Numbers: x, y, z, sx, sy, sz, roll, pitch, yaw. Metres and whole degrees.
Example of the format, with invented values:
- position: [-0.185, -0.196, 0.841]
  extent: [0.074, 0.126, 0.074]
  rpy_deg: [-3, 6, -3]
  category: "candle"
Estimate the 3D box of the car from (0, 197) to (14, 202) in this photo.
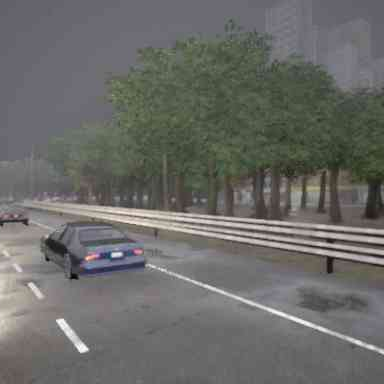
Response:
- position: [-39.567, 1.939, 70.667]
  extent: [2.097, 1.767, 4.553]
  rpy_deg: [0, 0, -14]
  category: "car"

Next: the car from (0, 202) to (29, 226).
- position: [-13.766, 1.759, 25.348]
  extent: [2.033, 1.411, 5.357]
  rpy_deg: [0, -1, -35]
  category: "car"

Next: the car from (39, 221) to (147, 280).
- position: [-3.314, 1.636, 10.384]
  extent: [2.033, 1.411, 5.357]
  rpy_deg: [0, -1, -35]
  category: "car"
